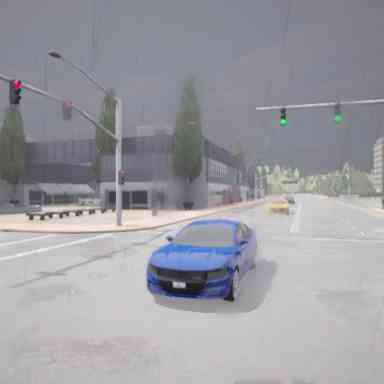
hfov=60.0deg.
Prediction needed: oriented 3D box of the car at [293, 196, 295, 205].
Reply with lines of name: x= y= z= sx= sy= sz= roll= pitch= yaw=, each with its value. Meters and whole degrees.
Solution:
car: x=16.577 y=1.354 z=56.738 sx=1.882 sy=1.535 sz=5.008 roll=0 pitch=0 yaw=18

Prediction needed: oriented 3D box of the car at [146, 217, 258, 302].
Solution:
car: x=0.540 y=1.474 z=8.626 sx=1.882 sy=1.535 sz=5.008 roll=0 pitch=0 yaw=18

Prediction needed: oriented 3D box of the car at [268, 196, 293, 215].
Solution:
car: x=8.824 y=1.455 z=33.482 sx=1.882 sy=1.535 sz=5.008 roll=0 pitch=0 yaw=18
